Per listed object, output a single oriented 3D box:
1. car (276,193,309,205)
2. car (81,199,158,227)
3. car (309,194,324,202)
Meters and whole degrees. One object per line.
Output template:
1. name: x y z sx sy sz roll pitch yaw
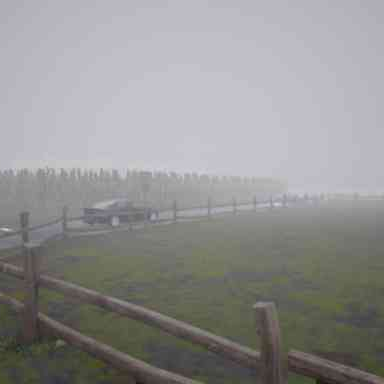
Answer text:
1. car: 13.301 0.905 43.897 2.128 1.511 4.902 0 0 36
2. car: -4.060 1.158 19.529 1.882 1.535 5.008 0 0 35
3. car: 19.231 0.922 52.336 1.895 1.301 4.718 0 0 35
